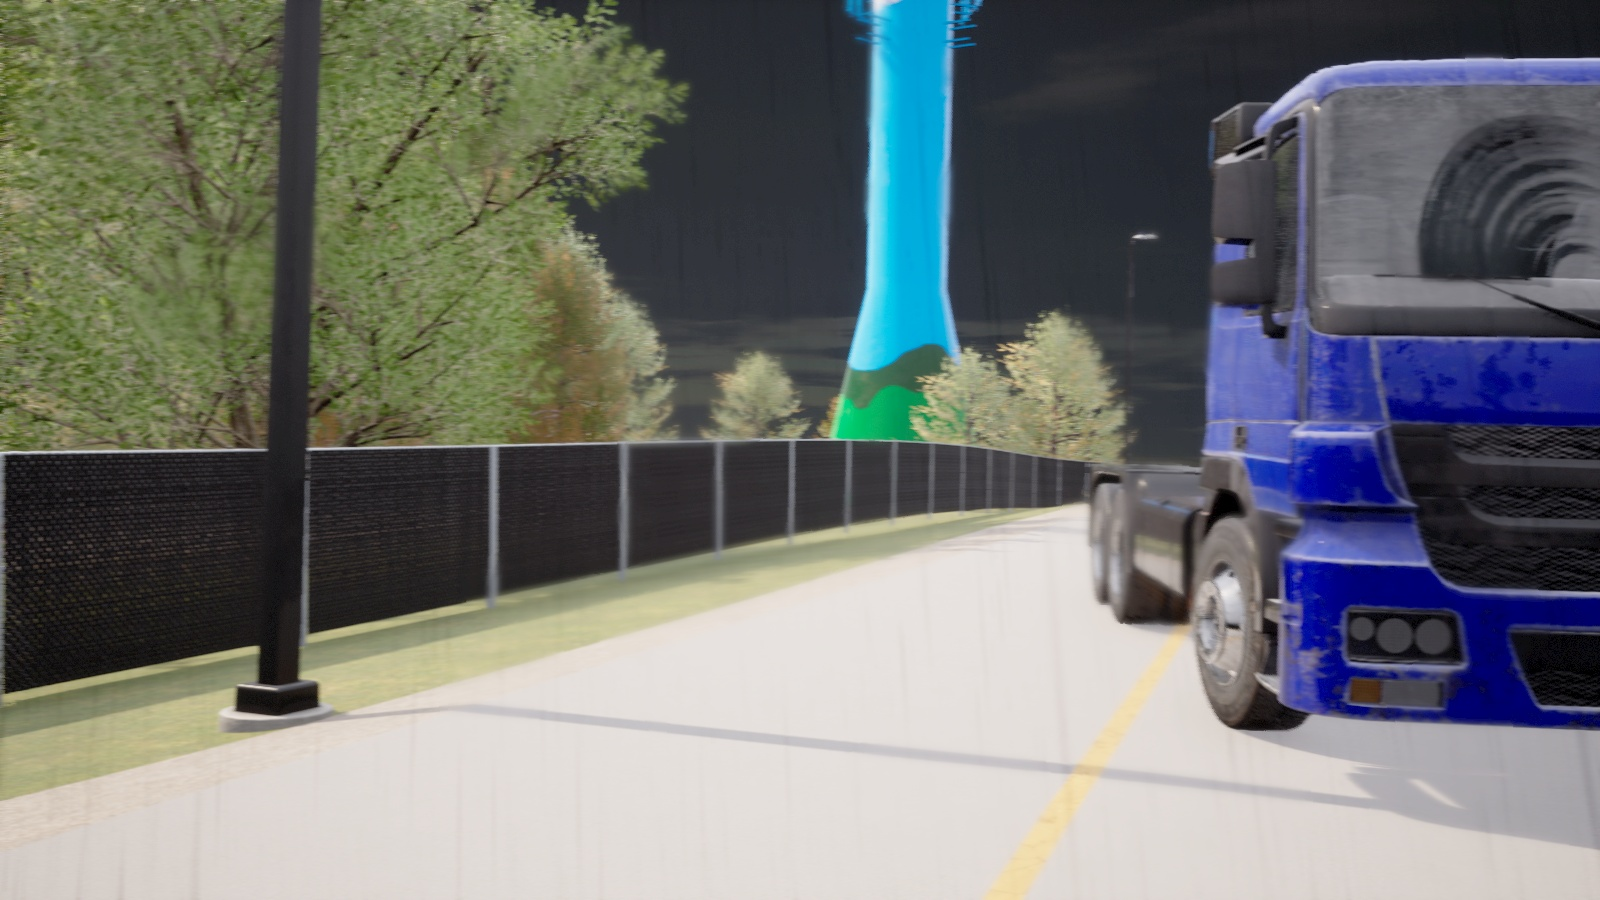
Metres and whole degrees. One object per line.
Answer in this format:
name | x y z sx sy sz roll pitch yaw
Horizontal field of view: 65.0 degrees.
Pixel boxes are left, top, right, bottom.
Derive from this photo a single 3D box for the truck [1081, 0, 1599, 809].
truck | 3.988 -0.300 9.049 2.891 3.462 7.936 0 1 6
